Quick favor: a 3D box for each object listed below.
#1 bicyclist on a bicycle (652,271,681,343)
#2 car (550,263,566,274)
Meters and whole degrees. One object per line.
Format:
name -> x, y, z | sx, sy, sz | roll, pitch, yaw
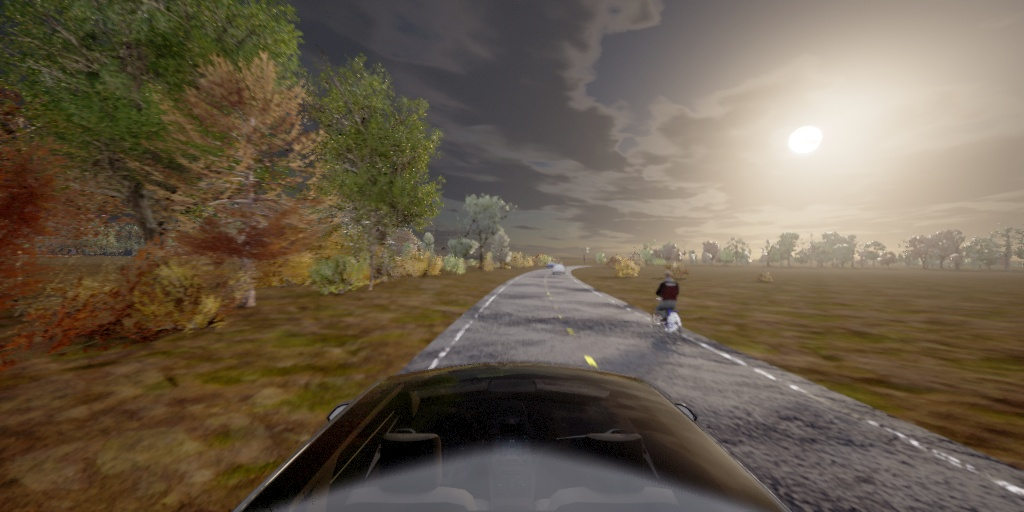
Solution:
bicyclist on a bicycle -> 3.991, 1.262, 9.373 | 0.659, 1.776, 1.843 | 1, 0, 2
car -> 7.113, 1.985, 54.582 | 1.812, 1.442, 4.674 | 1, -1, 8
